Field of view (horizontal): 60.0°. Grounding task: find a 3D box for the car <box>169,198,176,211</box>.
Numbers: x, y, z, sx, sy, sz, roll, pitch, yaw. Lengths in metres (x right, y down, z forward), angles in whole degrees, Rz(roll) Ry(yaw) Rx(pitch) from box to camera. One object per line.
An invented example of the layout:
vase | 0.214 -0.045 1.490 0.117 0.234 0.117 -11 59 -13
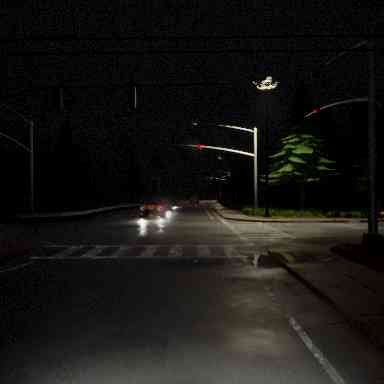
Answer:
car | -3.559 1.621 43.411 2.128 1.511 4.902 0 0 0

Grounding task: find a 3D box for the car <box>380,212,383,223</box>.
car | 15.168 1.484 22.040 5.008 1.535 1.882 0 0 1

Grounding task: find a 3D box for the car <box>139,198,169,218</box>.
car | -3.581 1.452 31.017 2.097 1.767 4.553 0 0 0

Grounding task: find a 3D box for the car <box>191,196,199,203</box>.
car | 0.718 1.629 75.688 1.837 1.490 4.892 0 0 2

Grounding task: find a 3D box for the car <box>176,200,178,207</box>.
car | -3.469 1.724 55.733 1.994 1.385 4.181 0 0 1

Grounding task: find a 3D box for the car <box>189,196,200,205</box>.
car | 0.387 1.690 65.381 1.812 1.442 4.674 0 0 2
